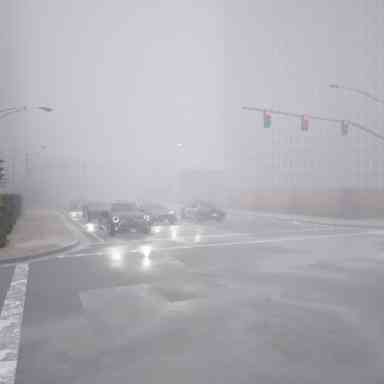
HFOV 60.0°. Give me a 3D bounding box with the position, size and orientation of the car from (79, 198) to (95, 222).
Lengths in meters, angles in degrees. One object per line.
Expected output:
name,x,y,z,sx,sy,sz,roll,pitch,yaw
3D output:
car,-7.721,1.478,27.011,1.882,1.535,5.008,0,0,-25

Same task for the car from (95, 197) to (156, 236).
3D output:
car,-3.863,1.352,18.632,2.097,1.767,4.553,0,0,-25

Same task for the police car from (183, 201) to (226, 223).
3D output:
police car,0.619,1.509,25.872,2.038,1.542,4.974,0,0,-25

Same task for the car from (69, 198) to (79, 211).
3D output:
car,-13.682,1.493,40.037,2.128,1.511,4.902,0,0,-24

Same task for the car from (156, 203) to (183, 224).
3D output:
car,-2.836,1.547,24.768,2.033,1.411,5.357,0,0,-25

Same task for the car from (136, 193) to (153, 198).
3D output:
car,-7.715,1.221,52.367,2.150,2.045,5.566,0,0,-24
